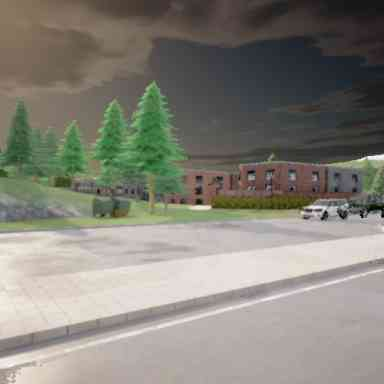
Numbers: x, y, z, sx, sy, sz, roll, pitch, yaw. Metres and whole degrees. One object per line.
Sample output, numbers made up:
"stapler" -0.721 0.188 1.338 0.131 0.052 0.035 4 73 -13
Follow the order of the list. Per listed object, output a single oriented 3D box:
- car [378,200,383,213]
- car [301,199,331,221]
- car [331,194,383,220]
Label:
"car" 16.737 1.695 25.600 4.553 1.767 2.097 1 0 -35
"car" 12.629 1.662 31.269 5.566 2.045 2.150 1 0 -35
"car" 14.663 1.175 28.420 5.566 2.045 2.150 1 0 -35
